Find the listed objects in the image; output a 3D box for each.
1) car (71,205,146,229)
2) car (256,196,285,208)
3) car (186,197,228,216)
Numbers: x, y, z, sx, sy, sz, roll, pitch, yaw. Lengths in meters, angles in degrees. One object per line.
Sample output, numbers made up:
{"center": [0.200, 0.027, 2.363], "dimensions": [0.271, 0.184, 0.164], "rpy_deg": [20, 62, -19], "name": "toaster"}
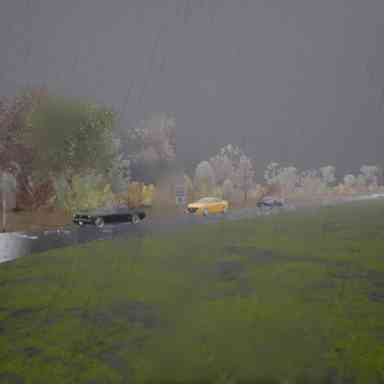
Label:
{"center": [-5.202, 1.489, 21.197], "dimensions": [1.895, 1.301, 4.718], "rpy_deg": [0, 1, 36], "name": "car"}
{"center": [10.003, 1.211, 42.102], "dimensions": [2.033, 1.411, 5.357], "rpy_deg": [0, 1, 36], "name": "car"}
{"center": [1.437, 1.271, 30.338], "dimensions": [1.882, 1.535, 5.008], "rpy_deg": [0, 1, 36], "name": "car"}
